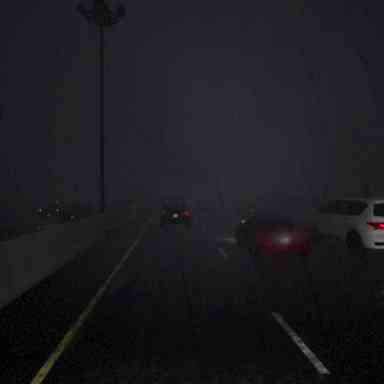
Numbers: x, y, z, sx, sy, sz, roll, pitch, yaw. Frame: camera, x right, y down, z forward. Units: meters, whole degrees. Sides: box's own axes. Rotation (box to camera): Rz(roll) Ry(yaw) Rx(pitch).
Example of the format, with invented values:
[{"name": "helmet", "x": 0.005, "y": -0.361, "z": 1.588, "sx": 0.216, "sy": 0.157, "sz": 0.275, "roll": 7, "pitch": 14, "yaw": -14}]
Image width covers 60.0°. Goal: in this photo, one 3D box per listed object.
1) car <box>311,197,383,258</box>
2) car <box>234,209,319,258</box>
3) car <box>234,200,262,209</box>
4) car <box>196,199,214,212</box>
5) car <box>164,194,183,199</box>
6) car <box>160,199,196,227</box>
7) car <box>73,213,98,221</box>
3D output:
[{"name": "car", "x": 6.443, "y": 1.204, "z": 12.935, "sx": 2.150, "sy": 2.045, "sz": 5.566, "roll": 0, "pitch": 0, "yaw": -4}, {"name": "car", "x": 2.939, "y": 1.556, "z": 12.835, "sx": 1.994, "sy": 1.385, "sz": 4.181, "roll": 0, "pitch": 0, "yaw": -3}, {"name": "car", "x": 5.300, "y": 1.463, "z": 32.127, "sx": 1.882, "sy": 1.535, "sz": 5.008, "roll": 0, "pitch": 0, "yaw": -4}, {"name": "car", "x": 1.387, "y": 1.543, "z": 38.768, "sx": 2.033, "sy": 1.411, "sz": 5.357, "roll": 0, "pitch": 0, "yaw": -3}, {"name": "car", "x": -2.237, "y": 1.228, "z": 40.680, "sx": 2.150, "sy": 2.045, "sz": 5.566, "roll": 0, "pitch": 0, "yaw": -4}, {"name": "car", "x": -1.153, "y": 1.507, "z": 22.901, "sx": 2.163, "sy": 1.488, "sz": 4.792, "roll": 0, "pitch": 0, "yaw": -3}, {"name": "car", "x": -8.507, "y": 1.587, "z": 25.294, "sx": 1.994, "sy": 1.385, "sz": 4.181, "roll": 0, "pitch": 0, "yaw": -3}]
